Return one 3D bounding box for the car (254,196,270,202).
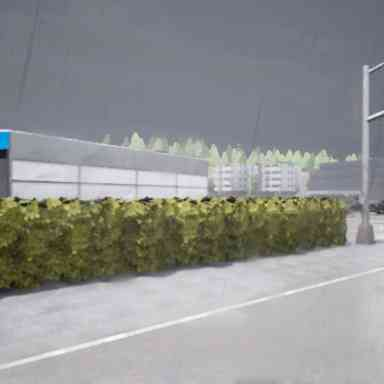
[{"bbox_3d":[17.660,1.814,83.627,3.806,1.475,1.970,1,0,-35],"label":"car"}]

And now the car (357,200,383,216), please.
[{"bbox_3d":[20.133,1.682,35.687,4.514,1.523,2.007,1,0,-35],"label":"car"}]

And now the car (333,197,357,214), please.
[{"bbox_3d":[18.293,1.673,38.228,5.027,1.636,2.152,1,0,-35],"label":"car"}]

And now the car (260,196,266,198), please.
[{"bbox_3d":[12.107,1.713,60.549,4.514,1.523,2.007,1,0,-35],"label":"car"}]

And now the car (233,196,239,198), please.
[{"bbox_3d":[9.784,1.814,82.590,4.514,1.523,2.007,1,0,-35],"label":"car"}]

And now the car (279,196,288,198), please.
[{"bbox_3d":[21.602,1.737,78.552,5.027,1.636,2.152,1,0,-35],"label":"car"}]

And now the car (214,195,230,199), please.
[{"bbox_3d":[5.556,1.520,71.167,4.605,1.855,1.932,1,0,-35],"label":"car"}]
